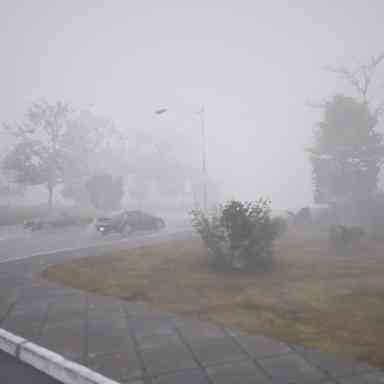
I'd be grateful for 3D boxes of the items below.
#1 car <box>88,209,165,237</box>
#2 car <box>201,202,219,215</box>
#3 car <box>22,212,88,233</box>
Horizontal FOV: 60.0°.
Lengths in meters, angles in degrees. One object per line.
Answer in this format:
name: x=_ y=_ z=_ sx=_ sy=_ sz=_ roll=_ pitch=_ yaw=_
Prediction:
car: x=-3.631 y=1.812 z=20.310 sx=1.837 sy=1.490 sz=4.892 roll=-2 pitch=-2 yaw=33
car: x=2.225 y=2.096 z=42.664 sx=2.128 sy=1.511 sz=4.902 roll=-2 pitch=-2 yaw=32
car: x=-9.621 y=2.132 z=24.076 sx=1.895 sy=1.301 sz=4.718 roll=-2 pitch=-1 yaw=33
